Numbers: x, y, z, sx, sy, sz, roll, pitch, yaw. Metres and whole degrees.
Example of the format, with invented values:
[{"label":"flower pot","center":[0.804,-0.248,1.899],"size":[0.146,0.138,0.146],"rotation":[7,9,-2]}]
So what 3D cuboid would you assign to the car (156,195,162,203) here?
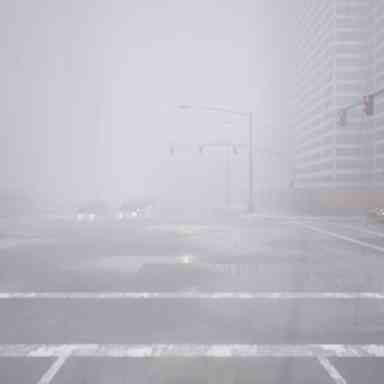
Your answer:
[{"label":"car","center":[-6.965,1.435,65.628],"size":[1.837,1.490,4.892],"rotation":[0,1,1]}]

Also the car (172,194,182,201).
[{"label":"car","center":[-3.443,1.279,76.188],"size":[2.128,1.511,4.902],"rotation":[0,0,0]}]

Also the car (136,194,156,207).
[{"label":"car","center":[-7.034,1.449,50.771],"size":[1.837,1.490,4.892],"rotation":[0,1,0]}]

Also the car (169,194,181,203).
[{"label":"car","center":[-3.451,1.426,65.904],"size":[2.128,1.511,4.902],"rotation":[0,0,0]}]

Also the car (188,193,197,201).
[{"label":"car","center":[0.057,1.109,76.156],"size":[2.097,1.767,4.553],"rotation":[0,0,0]}]

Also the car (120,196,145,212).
[{"label":"car","center":[-7.061,1.487,38.713],"size":[1.812,1.442,4.674],"rotation":[0,0,0]}]

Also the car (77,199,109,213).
[{"label":"car","center":[-10.542,1.511,36.009],"size":[2.033,1.411,5.357],"rotation":[0,0,4]}]

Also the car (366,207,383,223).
[{"label":"car","center":[14.492,1.329,22.773],"size":[4.553,1.767,2.097],"rotation":[0,0,0]}]

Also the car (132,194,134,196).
[{"label":"car","center":[-10.471,1.490,58.219],"size":[2.033,1.411,5.357],"rotation":[0,0,0]}]

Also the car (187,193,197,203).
[{"label":"car","center":[0.049,1.482,65.901],"size":[2.033,1.411,5.357],"rotation":[0,0,0]}]
